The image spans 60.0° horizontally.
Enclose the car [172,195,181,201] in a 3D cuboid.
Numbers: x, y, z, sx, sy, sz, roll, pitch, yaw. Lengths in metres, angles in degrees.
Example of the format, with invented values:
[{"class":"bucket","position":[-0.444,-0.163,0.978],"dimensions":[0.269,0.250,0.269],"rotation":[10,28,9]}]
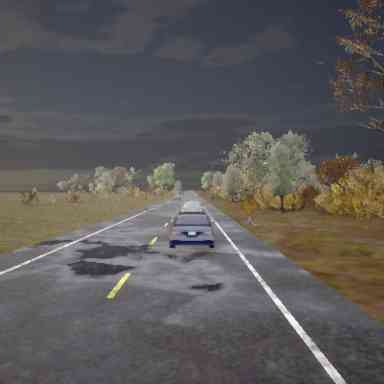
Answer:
[{"class":"car","position":[-3.500,1.377,76.722],"dimensions":[1.812,1.442,4.674],"rotation":[0,0,0]}]

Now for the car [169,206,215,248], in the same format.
[{"class":"car","position":[0.000,1.560,14.649],"dimensions":[2.033,1.411,5.357],"rotation":[0,0,0]}]

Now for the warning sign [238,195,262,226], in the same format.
[{"class":"warning sign","position":[3.545,1.108,20.430],"dimensions":[1.300,1.860,1.060],"rotation":[0,0,0]}]

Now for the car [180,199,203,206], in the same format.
[{"class":"car","position":[0.000,1.520,29.649],"dimensions":[1.812,1.442,4.674],"rotation":[0,0,0]}]
